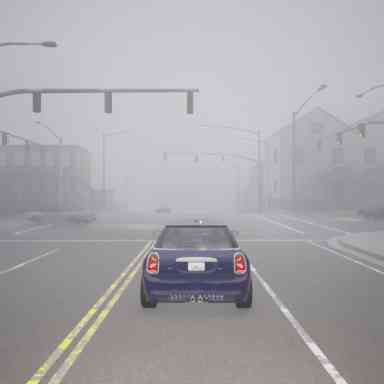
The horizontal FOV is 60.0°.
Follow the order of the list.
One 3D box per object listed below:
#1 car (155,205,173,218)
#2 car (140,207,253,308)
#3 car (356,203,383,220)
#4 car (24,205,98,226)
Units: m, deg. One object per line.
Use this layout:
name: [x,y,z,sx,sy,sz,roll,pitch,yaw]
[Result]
car: [-3.551,2.569,42.552,1.895,1.301,4.718,0,-8,0]
car: [0.094,1.352,8.068,2.097,1.767,4.553,0,0,0]
car: [16.633,1.547,27.651,5.357,1.411,2.033,0,0,-1]
car: [-8.866,1.556,22.744,4.718,1.301,1.895,0,0,16]
